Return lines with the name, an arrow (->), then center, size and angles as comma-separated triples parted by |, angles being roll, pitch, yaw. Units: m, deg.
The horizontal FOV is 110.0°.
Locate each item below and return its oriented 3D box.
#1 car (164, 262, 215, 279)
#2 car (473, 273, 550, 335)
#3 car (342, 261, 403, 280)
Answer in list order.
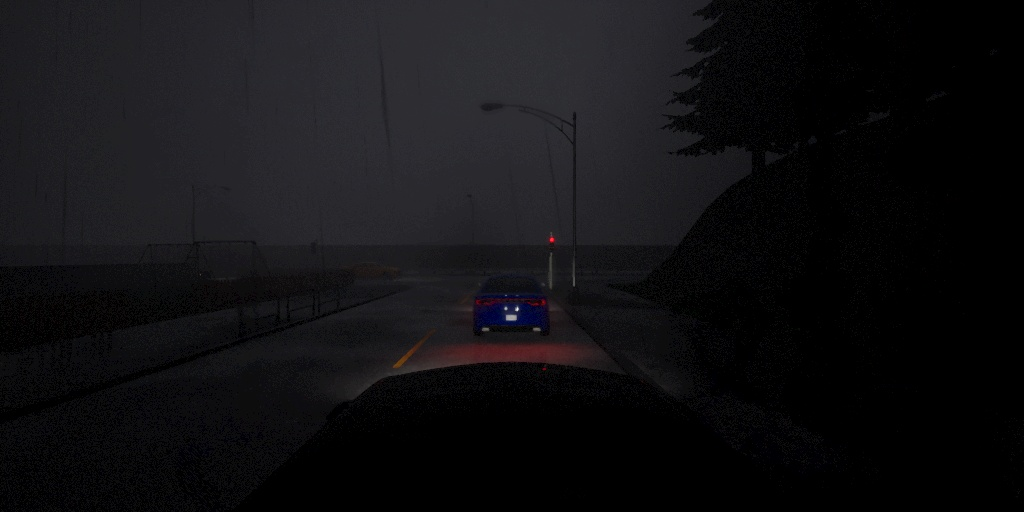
car -> -28.200, 1.254, 30.543 | 4.892, 1.490, 1.837 | 0, 0, 0
car -> -0.004, 1.228, 10.492 | 1.882, 1.535, 5.008 | 0, 0, 0
car -> -11.832, 1.228, 30.463 | 5.008, 1.535, 1.882 | 0, 0, 4
